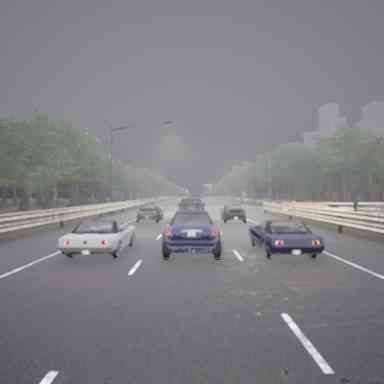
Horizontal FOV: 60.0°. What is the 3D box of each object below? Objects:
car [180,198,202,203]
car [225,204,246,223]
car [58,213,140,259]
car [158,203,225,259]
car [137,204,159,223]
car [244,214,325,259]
[{"bbox_3d":[-0.035,1.502,27.588,2.150,2.045,5.566,0,0,0],"label":"car"},{"bbox_3d":[3.473,1.793,28.505,1.837,1.490,4.892,0,0,0],"label":"car"},{"bbox_3d":[-3.503,1.738,13.257,1.895,1.301,4.718,0,-1,0],"label":"car"},{"bbox_3d":[-0.001,1.490,13.440,2.097,1.767,4.553,0,-1,0],"label":"car"},{"bbox_3d":[-3.527,1.778,28.503,2.128,1.511,4.902,0,0,0],"label":"car"},{"bbox_3d":[3.497,1.739,13.271,1.895,1.301,4.718,0,-1,0],"label":"car"}]
